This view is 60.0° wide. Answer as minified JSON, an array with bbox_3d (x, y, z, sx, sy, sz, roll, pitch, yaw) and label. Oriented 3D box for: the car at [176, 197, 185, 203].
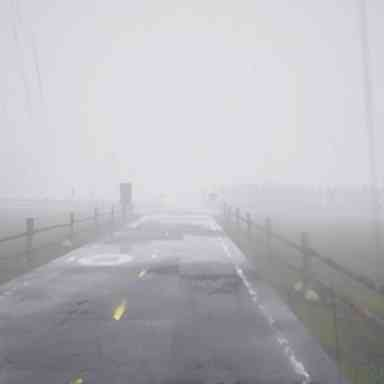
[{"bbox_3d":[-2.748,1.884,82.302,1.812,1.442,4.674,0,0,0],"label":"car"}]
